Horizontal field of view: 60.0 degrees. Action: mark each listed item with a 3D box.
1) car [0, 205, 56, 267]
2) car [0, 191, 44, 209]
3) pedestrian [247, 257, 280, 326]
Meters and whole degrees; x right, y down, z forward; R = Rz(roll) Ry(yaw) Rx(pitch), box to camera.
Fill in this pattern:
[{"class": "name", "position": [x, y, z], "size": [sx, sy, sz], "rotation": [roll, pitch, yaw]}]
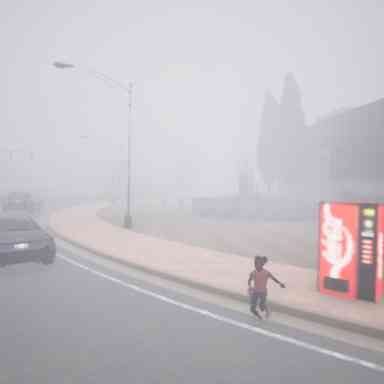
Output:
[{"class": "car", "position": [-5.689, 1.325, 10.150], "size": [1.994, 1.385, 4.181], "rotation": [1, 1, -40]}, {"class": "car", "position": [-13.459, 0.749, 26.843], "size": [2.097, 1.767, 4.553], "rotation": [1, 1, -13]}, {"class": "pedestrian", "position": [1.123, 1.260, 5.426], "size": [0.375, 1.860, 0.375], "rotation": [2, 1, 39]}]
